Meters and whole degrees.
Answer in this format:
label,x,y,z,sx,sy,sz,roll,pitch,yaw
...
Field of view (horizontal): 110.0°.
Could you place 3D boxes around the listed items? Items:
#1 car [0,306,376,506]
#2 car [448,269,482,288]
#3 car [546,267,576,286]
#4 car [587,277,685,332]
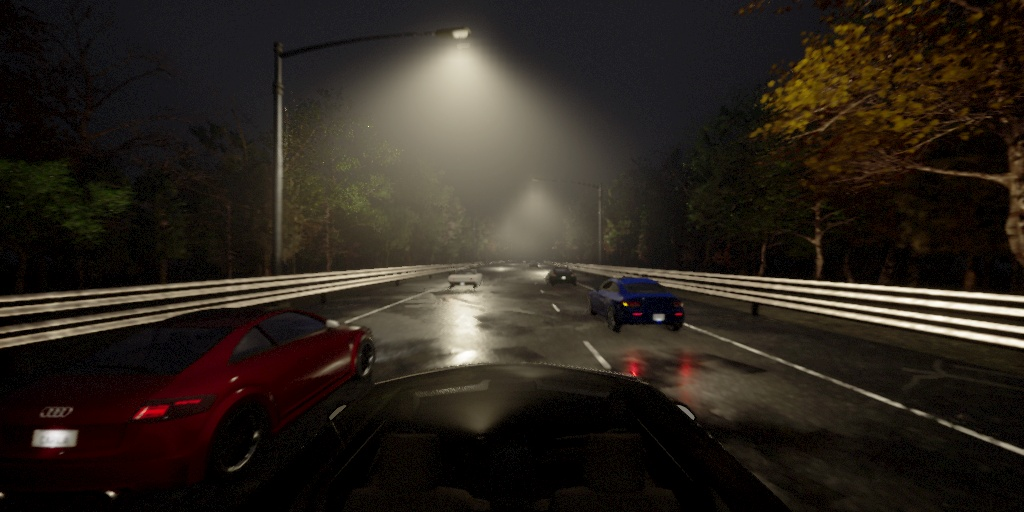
label,x,y,z,sx,sy,sz,roll,pitch,yaw
car,-3.395,1.340,4.673,1.994,1.385,4.181,0,-1,0
car,-3.254,1.574,25.860,1.895,1.301,4.718,0,-1,1
car,3.774,1.560,28.009,1.994,1.385,4.181,0,-1,1
car,3.627,1.365,11.140,1.812,1.442,4.674,0,-1,0
